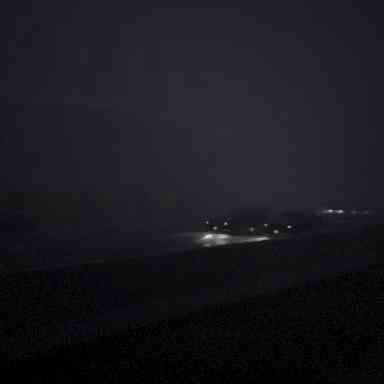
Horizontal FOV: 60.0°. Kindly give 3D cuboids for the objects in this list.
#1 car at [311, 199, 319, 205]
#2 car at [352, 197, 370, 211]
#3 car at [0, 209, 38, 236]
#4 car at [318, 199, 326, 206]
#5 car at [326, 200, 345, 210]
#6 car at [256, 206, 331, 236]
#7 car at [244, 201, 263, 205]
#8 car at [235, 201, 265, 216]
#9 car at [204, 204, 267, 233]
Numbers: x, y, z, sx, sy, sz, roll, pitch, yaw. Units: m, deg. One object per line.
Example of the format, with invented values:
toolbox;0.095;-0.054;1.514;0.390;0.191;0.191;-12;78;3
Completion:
car;28.084;2.258;74.775;1.994;1.385;4.181;0;-1;31
car;25.866;1.783;50.704;2.150;2.045;5.566;0;-1;32
car;-10.854;1.652;17.909;4.674;1.442;1.812;1;-1;-39
car;27.602;2.249;67.150;2.033;1.411;5.357;0;-1;31
car;22.987;2.170;52.698;1.895;1.301;4.718;0;-1;32
car;6.194;1.753;19.801;2.033;1.411;5.357;0;-1;40
car;6.076;1.860;31.494;2.033;1.411;5.357;0;-1;33
car;7.054;1.871;39.811;1.882;1.535;5.008;0;0;31
car;3.092;1.758;21.528;2.033;1.411;5.357;0;-1;41
